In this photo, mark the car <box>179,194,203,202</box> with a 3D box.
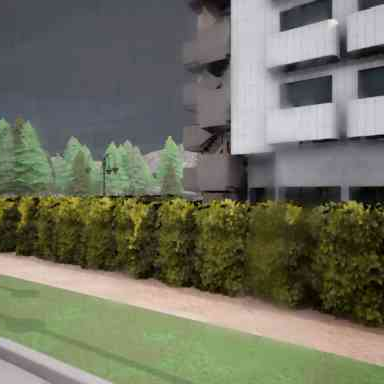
[{"bbox_3d":[0.381,1.221,37.363,2.150,2.045,5.566,0,0,35],"label":"car"}]
